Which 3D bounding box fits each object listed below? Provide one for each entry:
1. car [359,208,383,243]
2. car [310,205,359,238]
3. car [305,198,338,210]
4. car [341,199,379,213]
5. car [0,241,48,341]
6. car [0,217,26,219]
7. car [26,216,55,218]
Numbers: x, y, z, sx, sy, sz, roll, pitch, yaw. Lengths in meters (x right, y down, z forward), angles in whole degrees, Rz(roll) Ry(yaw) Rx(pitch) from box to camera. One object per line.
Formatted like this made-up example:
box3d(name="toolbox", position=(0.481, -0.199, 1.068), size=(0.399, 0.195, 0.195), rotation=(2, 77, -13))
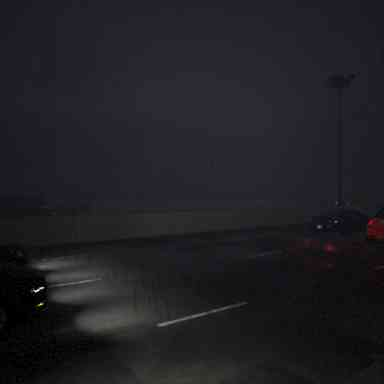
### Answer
box3d(name="car", position=(9.960, 1.425, 15.151), size=(4.553, 1.767, 2.097), rotation=(0, 0, -35))
box3d(name="car", position=(8.380, 1.601, 18.320), size=(4.674, 1.442, 1.812), rotation=(0, 0, -36))
box3d(name="car", position=(18.401, 1.675, 47.188), size=(4.902, 1.511, 2.128), rotation=(0, 0, -35))
box3d(name="car", position=(20.177, 1.650, 39.866), size=(5.008, 1.535, 1.882), rotation=(0, 0, -35))
box3d(name="car", position=(-4.685, 1.498, 4.704), size=(4.892, 1.490, 1.837), rotation=(1, 0, -36))
box3d(name="car", position=(-6.433, 1.522, 7.756), size=(4.674, 1.442, 1.812), rotation=(0, 0, -36))
box3d(name="car", position=(-11.219, 1.579, 21.786), size=(4.181, 1.385, 1.994), rotation=(0, 0, -35))
